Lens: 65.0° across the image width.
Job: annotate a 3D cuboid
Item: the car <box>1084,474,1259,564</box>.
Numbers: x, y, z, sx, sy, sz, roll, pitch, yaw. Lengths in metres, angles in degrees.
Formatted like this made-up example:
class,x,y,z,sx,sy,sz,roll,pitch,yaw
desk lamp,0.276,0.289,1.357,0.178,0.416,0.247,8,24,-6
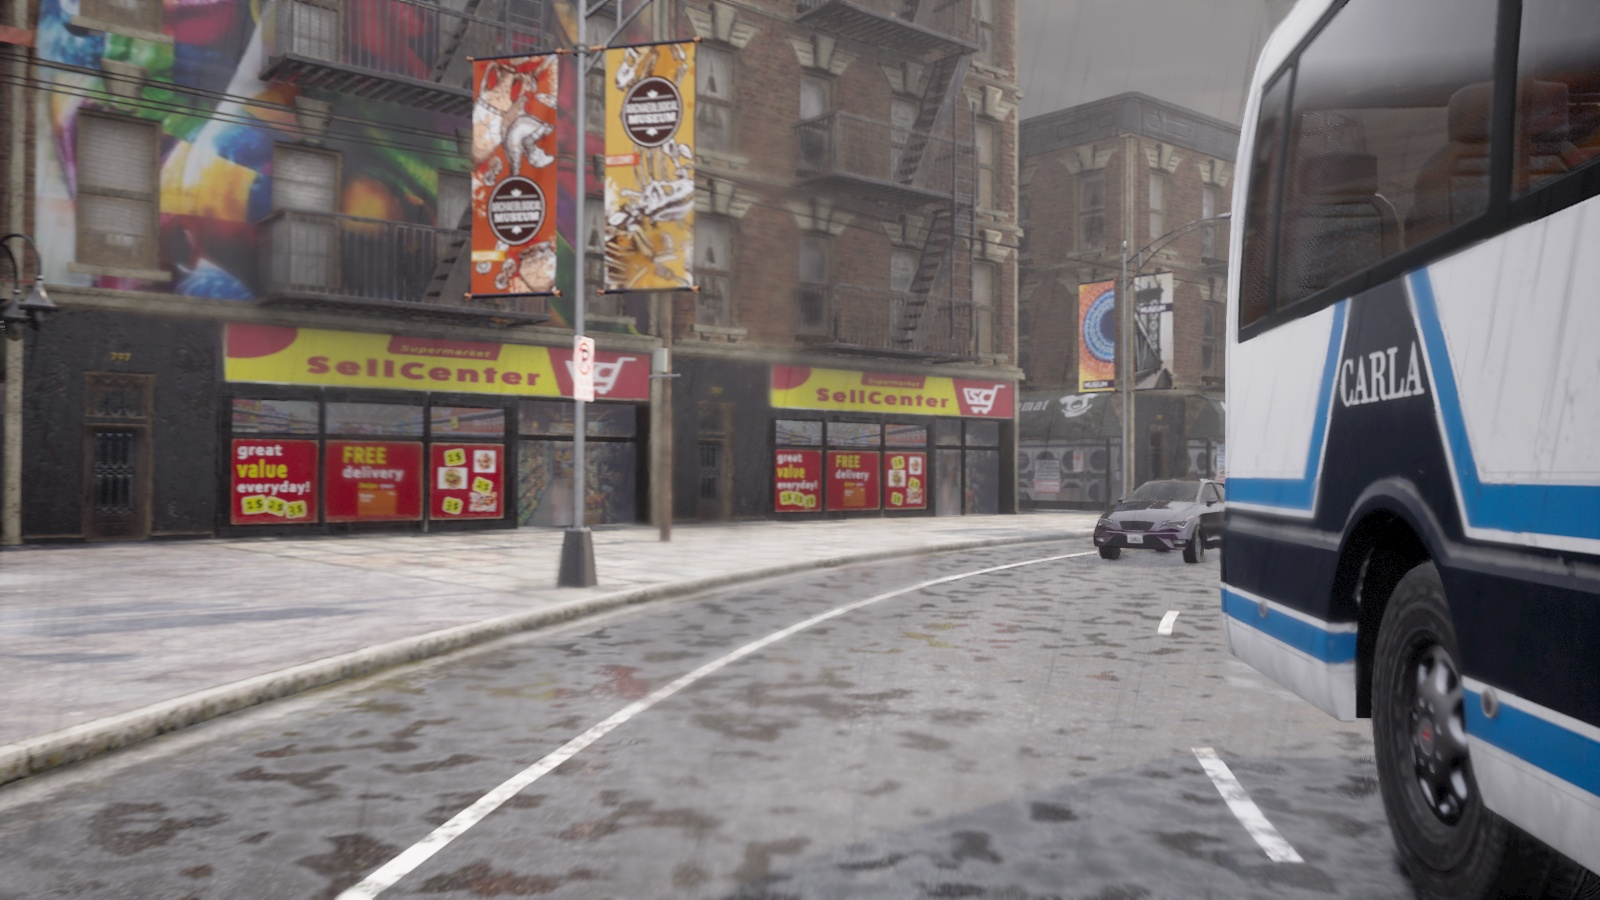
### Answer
class,x,y,z,sx,sy,sz,roll,pitch,yaw
car,6.909,1.194,23.063,1.816,1.474,4.193,-1,-1,35

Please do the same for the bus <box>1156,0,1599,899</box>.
class,x,y,z,sx,sy,sz,roll,pitch,yaw
bus,3.452,-0.543,1.777,3.944,4.253,10.273,-1,-1,6
